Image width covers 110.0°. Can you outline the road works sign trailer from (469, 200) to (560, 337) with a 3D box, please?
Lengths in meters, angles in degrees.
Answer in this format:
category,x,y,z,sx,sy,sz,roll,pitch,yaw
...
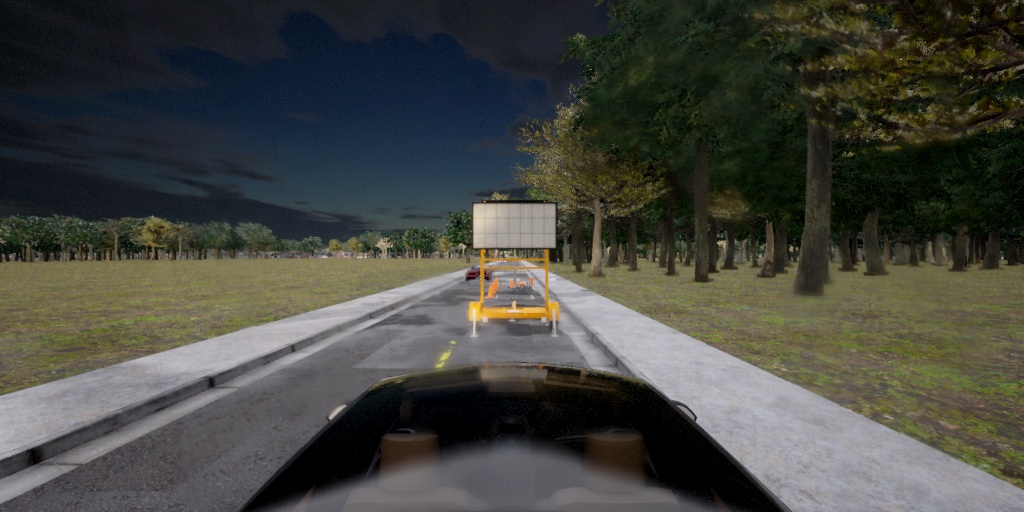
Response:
category,x,y,z,sx,sy,sz,roll,pitch,yaw
road works sign trailer,0.074,0.214,10.245,2.380,3.560,2.880,0,0,0

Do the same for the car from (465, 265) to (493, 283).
category,x,y,z,sx,sy,sz,roll,pitch,yaw
car,-2.537,1.351,28.309,1.895,1.301,4.718,0,0,0
